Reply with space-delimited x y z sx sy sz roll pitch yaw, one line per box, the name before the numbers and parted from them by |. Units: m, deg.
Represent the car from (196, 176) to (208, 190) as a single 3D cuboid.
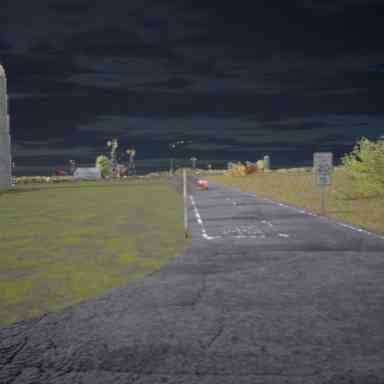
car | 0.861 -1.196 41.607 2.097 1.767 4.553 -2 3 -2
